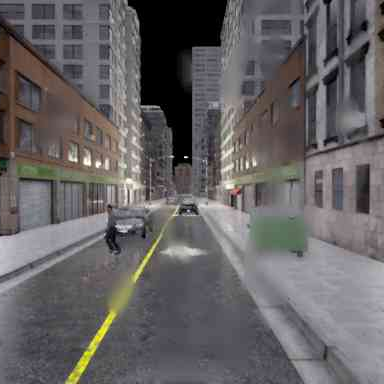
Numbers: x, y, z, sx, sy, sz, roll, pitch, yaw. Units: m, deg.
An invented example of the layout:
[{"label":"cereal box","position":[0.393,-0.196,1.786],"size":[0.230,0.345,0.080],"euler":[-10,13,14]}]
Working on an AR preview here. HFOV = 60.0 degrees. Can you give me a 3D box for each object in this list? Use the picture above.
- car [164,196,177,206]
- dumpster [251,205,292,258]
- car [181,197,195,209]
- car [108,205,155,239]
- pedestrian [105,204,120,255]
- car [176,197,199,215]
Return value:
[{"label":"car","position":[-3.571,1.544,56.525],"size":[1.837,1.490,4.892],"euler":[0,0,-1]},{"label":"dumpster","position":[2.858,1.394,12.244],"size":[1.020,1.700,1.940],"euler":[0,0,-1]},{"label":"car","position":[-0.516,1.528,46.157],"size":[1.837,1.490,4.892],"euler":[0,0,-1]},{"label":"car","position":[-3.072,1.487,17.431],"size":[2.128,1.511,4.902],"euler":[0,1,0]},{"label":"pedestrian","position":[-2.838,1.295,11.753],"size":[0.375,1.860,0.375],"euler":[-1,1,-15]},{"label":"car","position":[-0.356,1.514,33.749],"size":[1.837,1.490,4.892],"euler":[0,0,-1]}]
